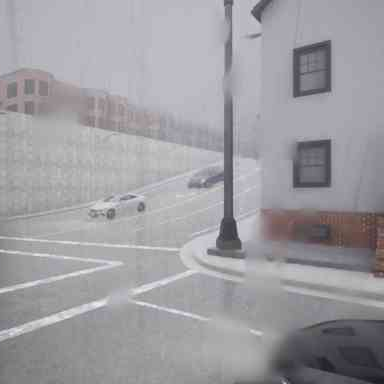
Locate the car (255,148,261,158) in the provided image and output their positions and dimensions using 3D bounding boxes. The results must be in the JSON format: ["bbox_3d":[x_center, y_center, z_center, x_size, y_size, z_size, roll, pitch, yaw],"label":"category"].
[{"bbox_3d":[10.054,-5.403,44.780,2.097,1.767,4.553,0,14,35],"label":"car"}]

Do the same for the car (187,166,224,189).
[{"bbox_3d":[1.358,-1.473,32.546,2.097,1.767,4.553,0,13,34],"label":"car"}]

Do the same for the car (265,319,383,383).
[{"bbox_3d":[2.752,1.526,2.008,4.674,1.442,1.812,0,0,36],"label":"car"}]

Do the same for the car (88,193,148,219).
[{"bbox_3d":[-5.096,0.864,23.324,1.812,1.442,4.674,0,7,35],"label":"car"}]
